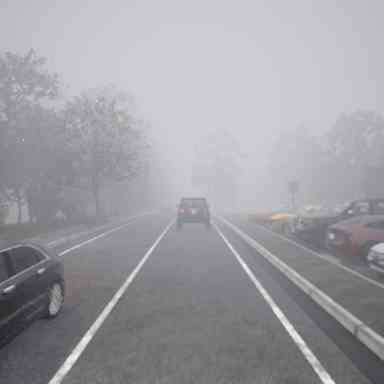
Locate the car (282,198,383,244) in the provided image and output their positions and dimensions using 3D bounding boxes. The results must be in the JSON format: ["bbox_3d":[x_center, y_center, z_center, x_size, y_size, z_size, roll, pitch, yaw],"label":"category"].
[{"bbox_3d":[7.052,1.294,14.160,5.566,2.045,2.435,0,0,0],"label":"car"}]

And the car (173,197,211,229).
[{"bbox_3d":[0.107,1.373,22.815,2.150,2.045,5.566,0,-1,0],"label":"car"}]

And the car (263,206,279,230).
[{"bbox_3d":[7.091,1.581,19.707,5.008,1.535,2.097,0,0,0],"label":"car"}]

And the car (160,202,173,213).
[{"bbox_3d":[-3.331,2.196,46.395,1.837,1.490,4.892,0,-2,0],"label":"car"}]

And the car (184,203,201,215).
[{"bbox_3d":[0.106,2.095,41.032,1.994,1.385,4.181,0,-1,0],"label":"car"}]

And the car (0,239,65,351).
[{"bbox_3d":[-3.350,1.520,4.572,1.837,1.490,4.892,0,0,0],"label":"car"}]

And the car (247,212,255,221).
[{"bbox_3d":[6.903,1.642,25.248,5.366,1.575,1.946,0,-1,0],"label":"car"}]

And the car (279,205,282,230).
[{"bbox_3d":[7.114,1.435,16.931,4.553,1.767,2.185,0,0,0],"label":"car"}]

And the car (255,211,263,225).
[{"bbox_3d":[7.092,1.610,22.479,4.892,1.521,2.231,0,-1,0],"label":"car"}]

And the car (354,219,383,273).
[{"bbox_3d":[7.079,1.561,8.607,4.674,1.452,2.002,0,0,0],"label":"car"}]

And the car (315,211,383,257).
[{"bbox_3d":[7.108,1.563,11.382,4.792,1.488,2.163,0,0,0],"label":"car"}]
